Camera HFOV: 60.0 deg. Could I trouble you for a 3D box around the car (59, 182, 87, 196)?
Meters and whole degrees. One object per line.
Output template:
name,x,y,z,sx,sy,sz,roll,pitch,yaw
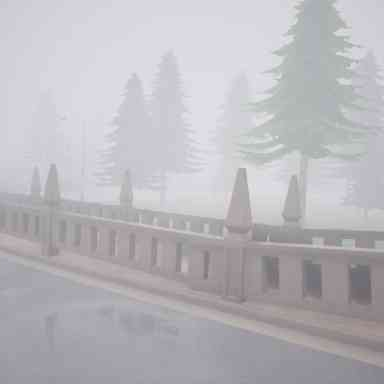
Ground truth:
car,-14.843,-0.371,39.845,2.097,1.767,4.553,4,3,37

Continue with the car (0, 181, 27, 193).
car,-21.248,-0.475,37.408,1.882,1.535,5.008,4,3,37
